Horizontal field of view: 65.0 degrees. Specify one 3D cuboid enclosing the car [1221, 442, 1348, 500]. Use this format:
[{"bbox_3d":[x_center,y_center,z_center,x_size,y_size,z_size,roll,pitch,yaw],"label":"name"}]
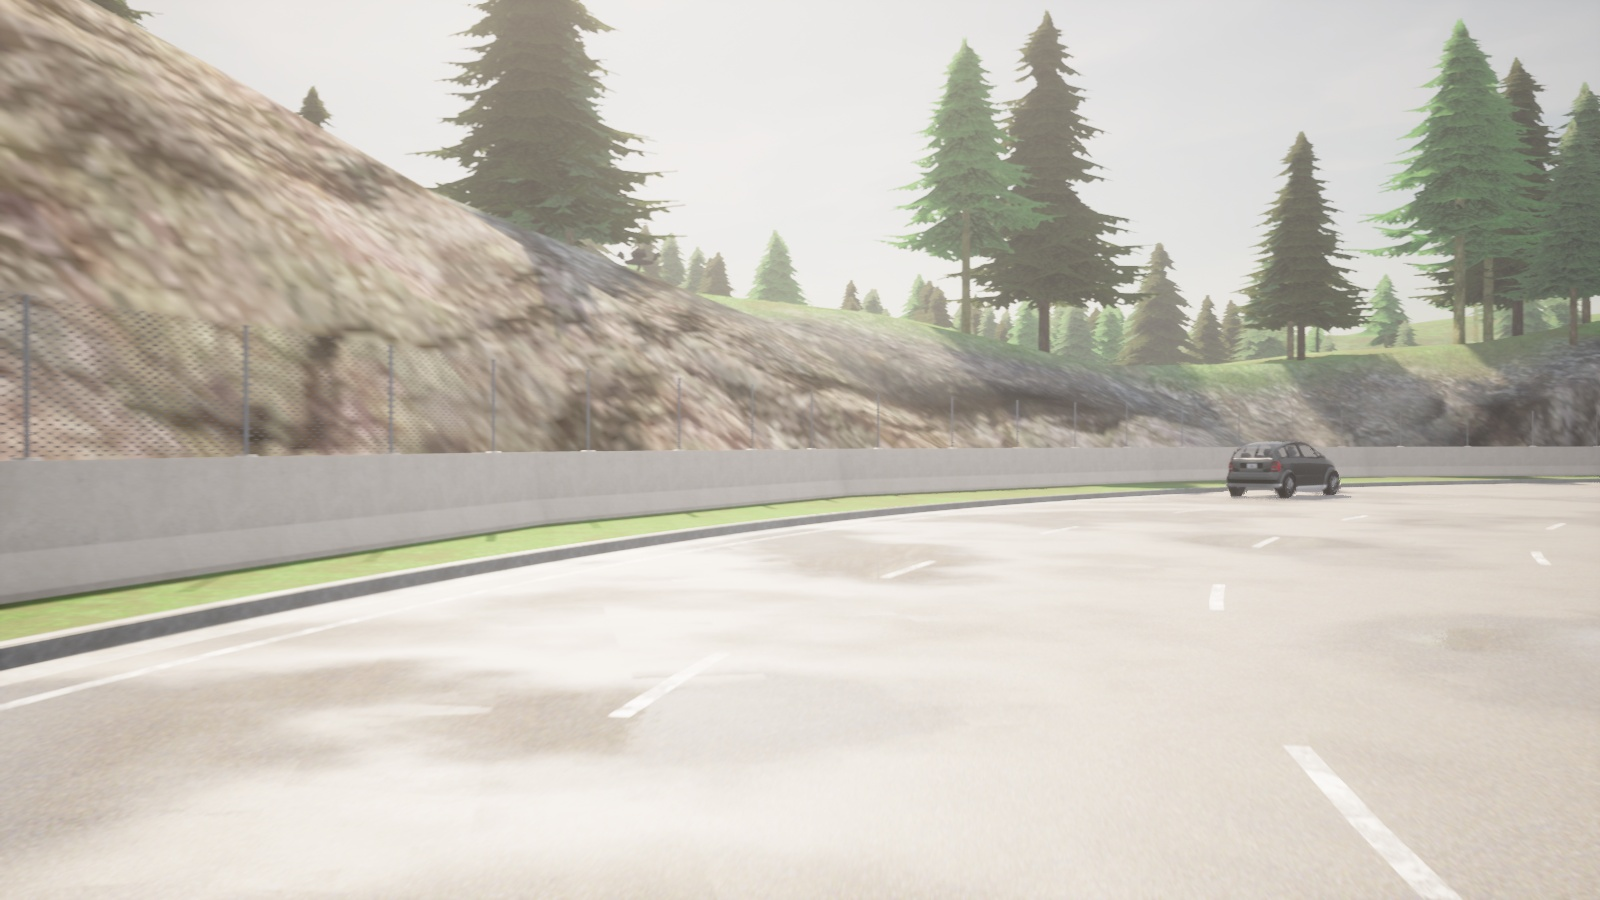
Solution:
[{"bbox_3d":[13.554,0.549,35.066,3.705,1.549,1.789,0,0,-41],"label":"car"}]
